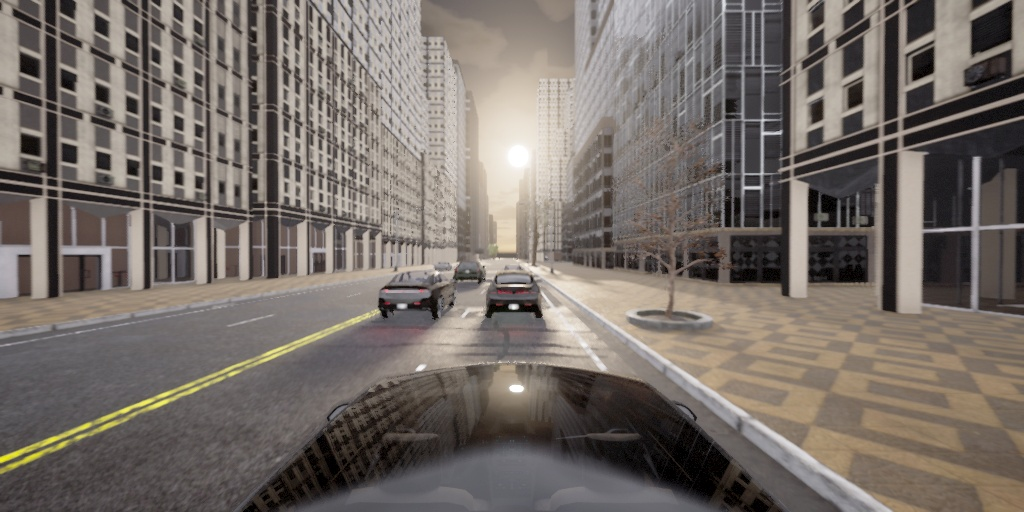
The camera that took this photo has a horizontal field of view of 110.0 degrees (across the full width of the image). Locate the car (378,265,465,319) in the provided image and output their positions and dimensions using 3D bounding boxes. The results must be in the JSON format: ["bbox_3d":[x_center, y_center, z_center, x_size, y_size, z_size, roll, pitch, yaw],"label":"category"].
[{"bbox_3d":[-3.180,1.251,12.845,2.128,1.511,4.902,0,0,0],"label":"car"}]

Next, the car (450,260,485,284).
[{"bbox_3d":[-3.182,1.128,27.791,2.097,1.767,4.553,0,0,0],"label":"car"}]

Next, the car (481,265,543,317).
[{"bbox_3d":[0.072,1.266,13.209,1.837,1.490,4.892,0,0,0],"label":"car"}]

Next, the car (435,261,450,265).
[{"bbox_3d":[-9.824,1.421,50.932,1.895,1.301,4.718,0,0,0],"label":"car"}]
